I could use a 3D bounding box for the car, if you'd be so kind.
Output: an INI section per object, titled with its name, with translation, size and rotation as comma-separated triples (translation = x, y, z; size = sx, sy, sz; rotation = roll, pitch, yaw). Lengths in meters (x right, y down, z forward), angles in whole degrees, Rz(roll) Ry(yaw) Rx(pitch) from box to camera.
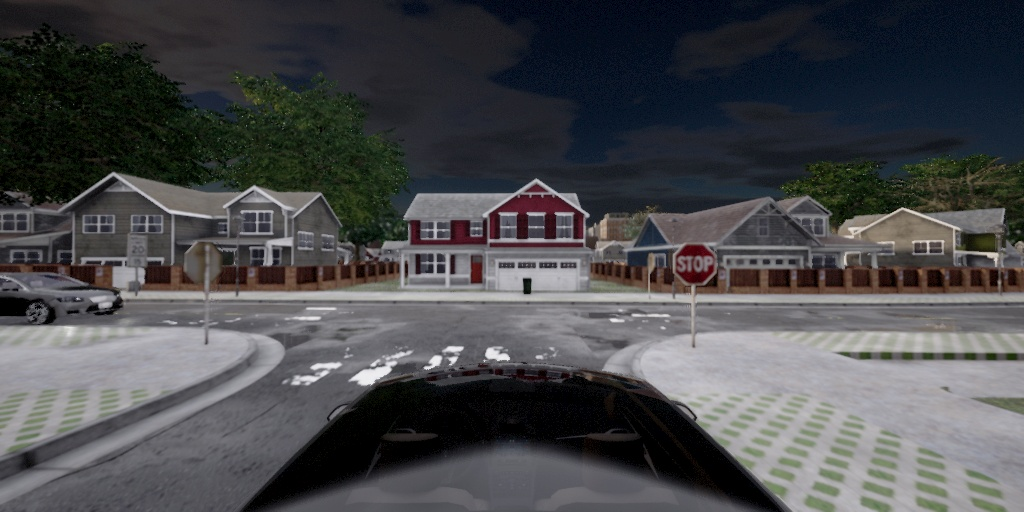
[car]
translation = -15.359, 1.282, 11.417
size = 4.902, 1.511, 2.128
rotation = 0, -1, 1
